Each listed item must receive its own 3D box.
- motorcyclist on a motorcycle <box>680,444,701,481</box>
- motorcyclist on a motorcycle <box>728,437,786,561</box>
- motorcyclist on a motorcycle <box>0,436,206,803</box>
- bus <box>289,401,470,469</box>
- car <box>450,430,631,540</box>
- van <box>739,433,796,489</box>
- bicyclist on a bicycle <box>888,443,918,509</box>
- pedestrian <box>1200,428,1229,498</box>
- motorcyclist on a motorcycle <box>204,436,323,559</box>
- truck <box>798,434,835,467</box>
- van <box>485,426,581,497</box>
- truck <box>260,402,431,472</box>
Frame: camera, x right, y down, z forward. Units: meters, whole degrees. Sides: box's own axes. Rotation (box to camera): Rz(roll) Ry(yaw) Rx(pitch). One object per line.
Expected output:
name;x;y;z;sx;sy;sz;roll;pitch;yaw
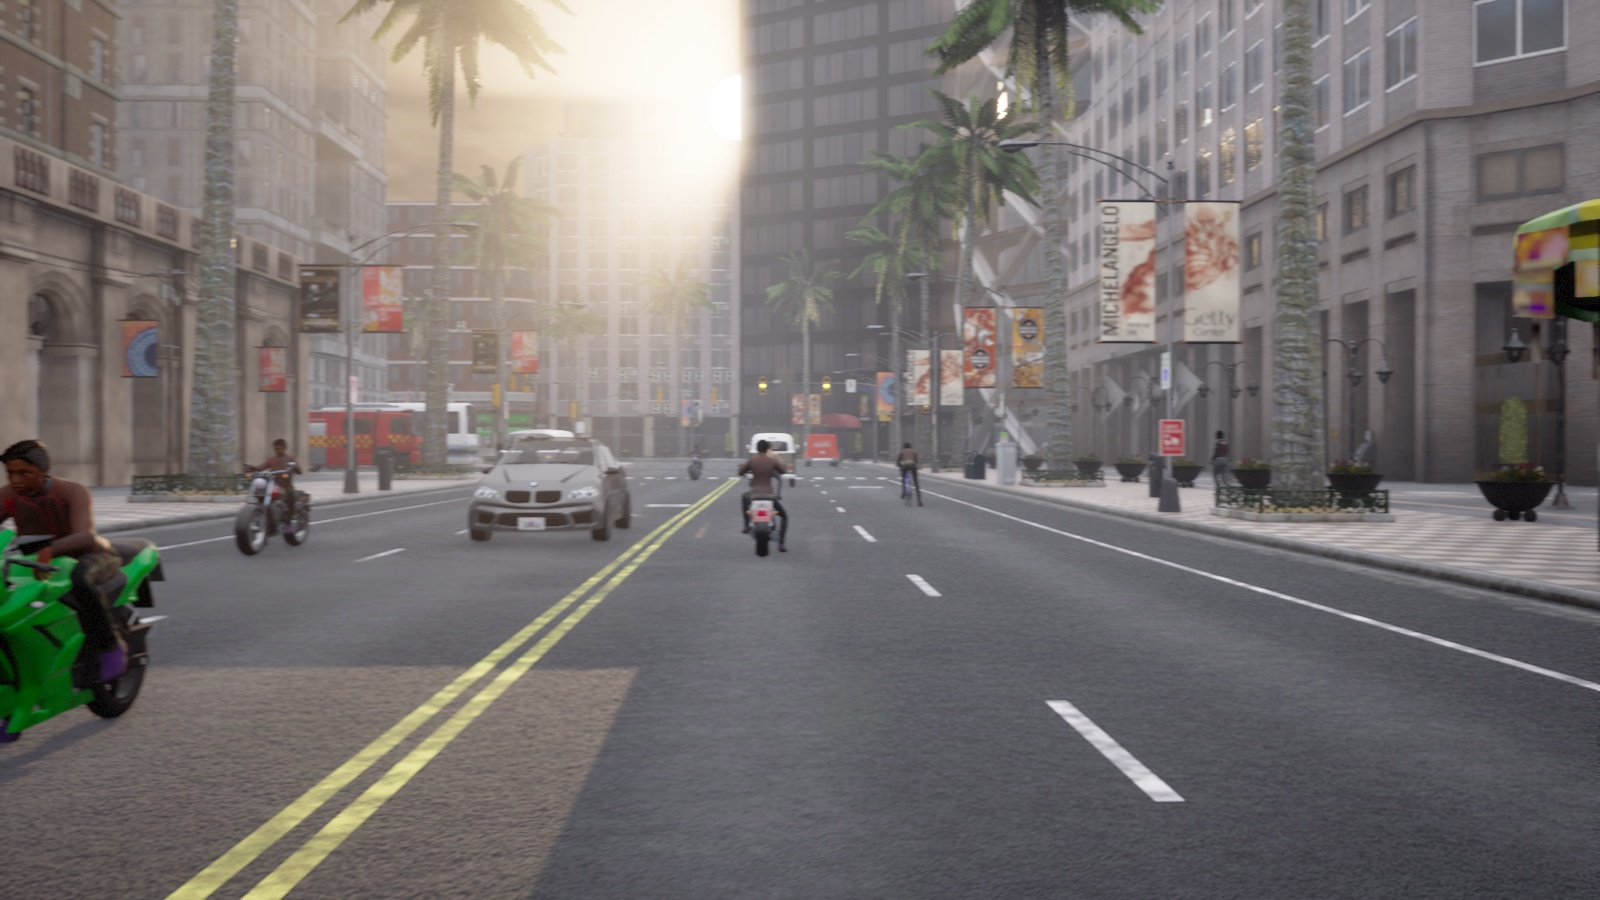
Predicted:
motorcyclist on a motorcycle;-4.941;0.555;56.772;0.766;1.649;2.350;0;0;-1
motorcyclist on a motorcycle;-0.614;0.655;17.909;0.766;1.649;2.350;0;0;-2
motorcyclist on a motorcycle;-3.746;0.702;6.102;0.797;1.523;2.044;0;0;-2
bus;-26.788;-0.938;80.431;10.273;4.253;3.944;0;0;-1
car;-4.218;0.530;21.260;2.242;1.667;4.611;0;0;-2
van;-1.242;0.366;48.052;2.069;2.038;4.480;0;1;-1
bicyclist on a bicycle;2.605;0.640;31.839;0.582;1.620;1.656;0;0;-1
pedestrian;11.541;0.366;34.977;0.402;1.930;0.666;0;0;-28
motorcyclist on a motorcycle;-7.616;0.631;17.957;0.766;1.649;2.350;0;0;-2
truck;1.236;0.023;96.525;2.627;2.467;5.204;0;1;-1
van;-8.106;0.363;38.548;2.069;2.038;4.480;0;-1;-1
truck;-25.273;-0.698;70.091;8.468;3.827;2.891;0;0;-1
